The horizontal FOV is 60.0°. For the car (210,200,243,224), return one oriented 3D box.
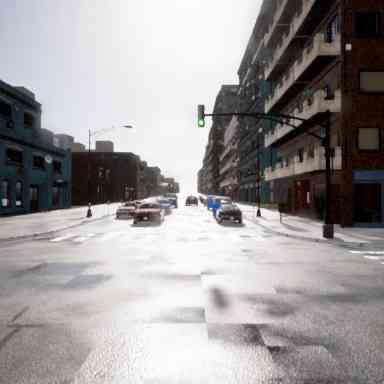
[{"bbox_3d":[2.692,1.548,24.630,2.008,1.369,4.403,1,0,0],"label":"car"}]

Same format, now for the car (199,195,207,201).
[{"bbox_3d":[2.674,1.490,80.438,1.887,1.381,4.507,1,0,0],"label":"car"}]

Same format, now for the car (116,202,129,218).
[{"bbox_3d":[-5.691,1.576,30.171,1.802,1.307,4.206,1,0,0],"label":"car"}]

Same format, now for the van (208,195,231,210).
[{"bbox_3d":[2.693,1.335,30.210,1.690,1.788,3.998,1,0,0],"label":"van"}]

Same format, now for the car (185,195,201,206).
[{"bbox_3d":[-0.020,1.331,54.500,2.097,1.767,4.553,0,0,0],"label":"car"}]

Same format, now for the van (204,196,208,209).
[{"bbox_3d":[2.690,1.330,41.372,1.690,1.788,3.998,1,0,0],"label":"van"}]

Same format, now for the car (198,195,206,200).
[{"bbox_3d":[2.670,1.479,91.599,2.008,1.369,4.403,1,0,0],"label":"car"}]

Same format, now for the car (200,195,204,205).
[{"bbox_3d":[2.683,1.506,52.703,1.752,1.417,4.829,1,0,0],"label":"car"}]

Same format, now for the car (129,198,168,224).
[{"bbox_3d":[-3.098,1.474,24.682,1.882,1.535,5.008,0,0,0],"label":"car"}]

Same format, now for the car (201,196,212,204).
[{"bbox_3d":[2.679,1.535,63.695,1.947,1.339,4.313,1,0,0],"label":"car"}]

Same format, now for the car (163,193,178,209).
[{"bbox_3d":[-3.099,1.207,46.640,2.150,2.045,5.566,0,0,0],"label":"car"}]

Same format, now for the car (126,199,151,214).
[{"bbox_3d":[-5.692,1.537,35.752,1.887,1.381,4.507,1,0,0],"label":"car"}]

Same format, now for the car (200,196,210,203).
[{"bbox_3d":[2.677,1.528,69.276,1.947,1.339,4.313,1,0,0],"label":"car"}]

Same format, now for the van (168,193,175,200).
[{"bbox_3d":[-5.707,1.269,91.554,1.690,1.788,3.998,1,0,0],"label":"van"}]

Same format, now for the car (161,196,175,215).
[{"bbox_3d":[-3.099,1.470,34.595,1.882,1.535,5.008,0,0,0],"label":"car"}]

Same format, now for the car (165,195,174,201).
[{"bbox_3d":[-5.709,1.503,85.974,1.947,1.339,4.313,1,0,0],"label":"car"}]
